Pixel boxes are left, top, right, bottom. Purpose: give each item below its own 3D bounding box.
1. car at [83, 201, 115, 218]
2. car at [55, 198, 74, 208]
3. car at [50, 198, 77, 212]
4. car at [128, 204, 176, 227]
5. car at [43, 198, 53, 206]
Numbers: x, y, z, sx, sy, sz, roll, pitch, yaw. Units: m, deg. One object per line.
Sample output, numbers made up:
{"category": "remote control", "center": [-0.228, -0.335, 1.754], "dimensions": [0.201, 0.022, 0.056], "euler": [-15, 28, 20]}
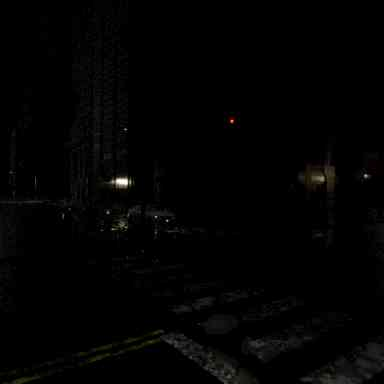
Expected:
{"category": "car", "center": [-9.000, 1.616, 32.080], "dimensions": [2.128, 1.511, 4.902], "euler": [1, -1, -35]}
{"category": "car", "center": [-20.771, 1.790, 54.200], "dimensions": [1.812, 1.442, 4.674], "euler": [1, -1, -35]}
{"category": "car", "center": [-16.040, 1.782, 42.013], "dimensions": [1.895, 1.301, 4.718], "euler": [1, -1, -35]}
{"category": "car", "center": [-2.973, 1.604, 23.604], "dimensions": [1.812, 1.442, 4.674], "euler": [1, -1, -36]}
{"category": "car", "center": [-26.568, 1.803, 62.371], "dimensions": [2.128, 1.511, 4.902], "euler": [1, -1, -36]}
